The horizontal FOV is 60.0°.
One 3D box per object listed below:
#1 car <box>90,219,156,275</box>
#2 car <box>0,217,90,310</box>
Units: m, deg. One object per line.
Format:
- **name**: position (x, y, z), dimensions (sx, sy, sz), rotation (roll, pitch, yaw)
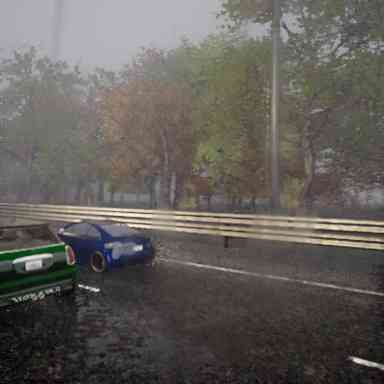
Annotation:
- **car**: position (-3.144, 1.551, 10.549), dimensions (4.181, 1.385, 1.994), rotation (0, 0, 36)
- **car**: position (-4.591, 1.337, 7.278), dimensions (4.553, 1.767, 2.097), rotation (0, 0, 36)
